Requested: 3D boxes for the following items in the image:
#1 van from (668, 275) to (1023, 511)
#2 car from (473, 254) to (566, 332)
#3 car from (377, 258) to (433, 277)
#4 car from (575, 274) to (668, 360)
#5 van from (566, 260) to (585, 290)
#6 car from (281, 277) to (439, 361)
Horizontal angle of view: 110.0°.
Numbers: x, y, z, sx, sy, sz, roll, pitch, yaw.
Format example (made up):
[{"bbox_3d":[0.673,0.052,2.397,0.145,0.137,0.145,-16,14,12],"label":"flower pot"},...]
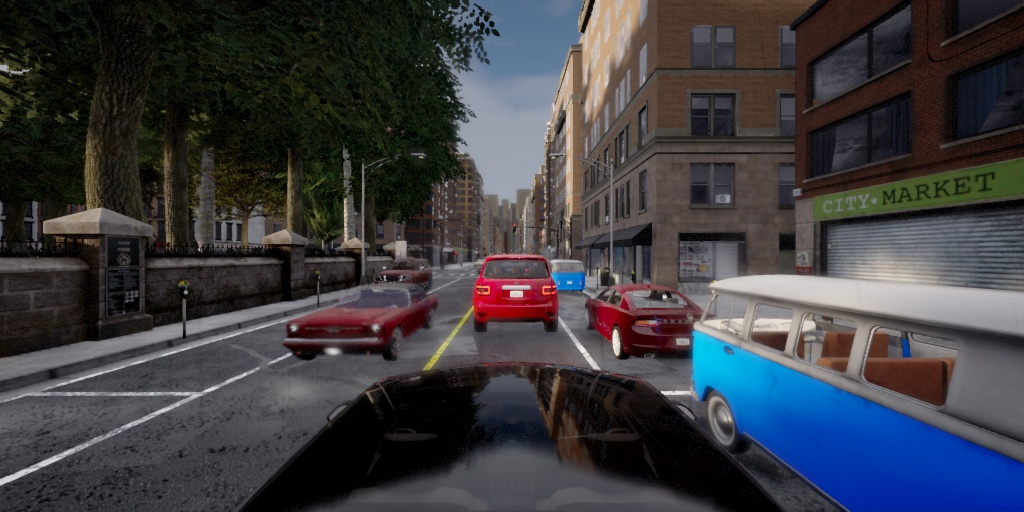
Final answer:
[{"bbox_3d":[2.856,1.091,2.553,1.690,1.789,3.998,0,0,0],"label":"van"},{"bbox_3d":[0.095,0.970,10.972,2.150,2.045,5.566,0,0,0],"label":"car"},{"bbox_3d":[-5.673,1.059,19.492,2.192,1.841,5.009,0,0,0],"label":"car"},{"bbox_3d":[2.855,1.294,8.214,1.888,1.381,4.507,0,0,0],"label":"car"},{"bbox_3d":[2.851,1.086,19.535,1.690,1.789,3.998,0,0,0],"label":"van"},{"bbox_3d":[-3.101,1.350,8.429,1.895,1.301,4.718,0,0,0],"label":"car"}]
